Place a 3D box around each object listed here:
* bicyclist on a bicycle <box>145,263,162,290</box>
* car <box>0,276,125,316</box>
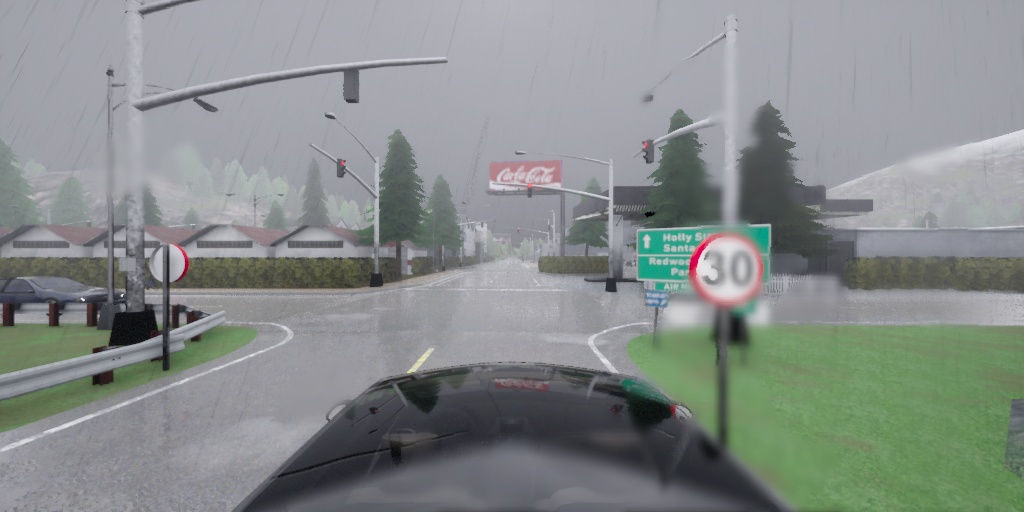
[{"bbox_3d":[-21.679,1.251,21.343,0.582,1.620,1.656,0,0,1],"label":"bicyclist on a bicycle"},{"bbox_3d":[-18.325,1.493,13.783,5.357,1.411,2.033,0,0,-2],"label":"car"}]
